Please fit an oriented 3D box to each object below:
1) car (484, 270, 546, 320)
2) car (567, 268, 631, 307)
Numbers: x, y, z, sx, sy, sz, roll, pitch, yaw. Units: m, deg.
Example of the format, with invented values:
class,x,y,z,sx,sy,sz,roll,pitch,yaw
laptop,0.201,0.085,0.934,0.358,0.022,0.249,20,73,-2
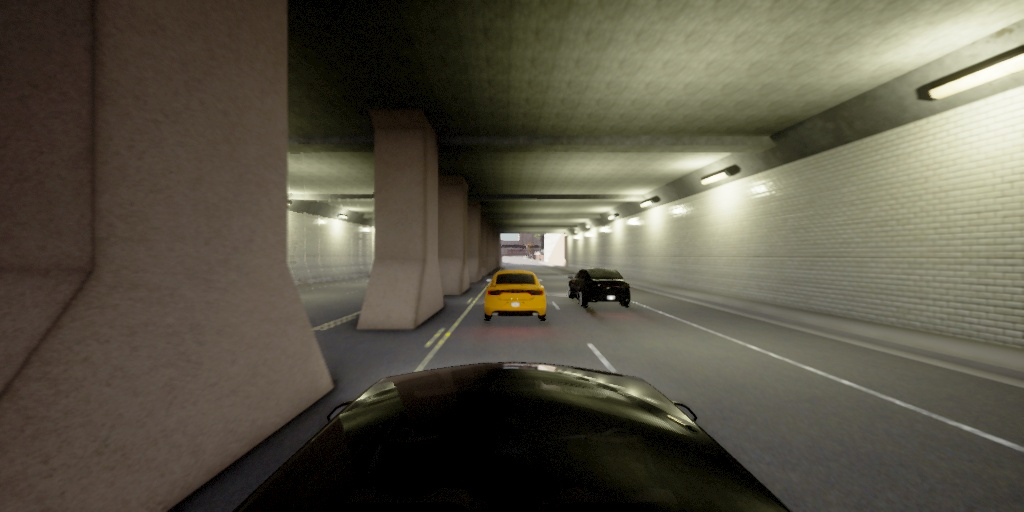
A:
class,x,y,z,sx,sy,sz,roll,pitch,yaw
car,0.096,1.230,12.671,1.882,1.535,5.008,0,0,0
car,3.596,1.258,15.432,1.837,1.490,4.892,0,0,0
